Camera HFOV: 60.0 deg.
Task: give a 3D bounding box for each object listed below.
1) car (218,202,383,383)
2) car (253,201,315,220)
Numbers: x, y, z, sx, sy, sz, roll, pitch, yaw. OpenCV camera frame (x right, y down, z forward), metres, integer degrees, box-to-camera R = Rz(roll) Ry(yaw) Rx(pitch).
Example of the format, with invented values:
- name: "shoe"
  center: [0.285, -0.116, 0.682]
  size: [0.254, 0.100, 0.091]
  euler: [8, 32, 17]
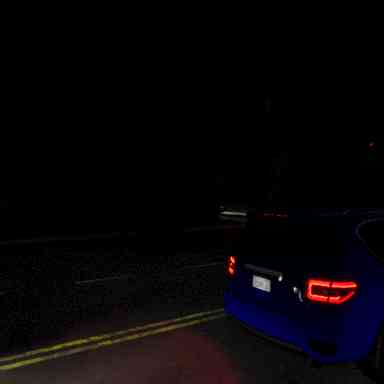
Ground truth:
- name: "car"
  center: [3.109, 1.221, 5.558]
  size: [5.566, 2.045, 2.150]
  euler: [0, 0, -33]
- name: "car"
  center: [7.942, 1.547, 29.232]
  size: [2.033, 1.411, 5.357]
  euler: [0, 0, -31]
